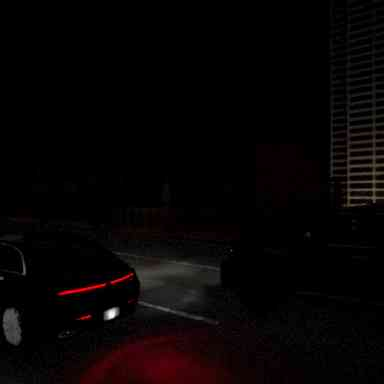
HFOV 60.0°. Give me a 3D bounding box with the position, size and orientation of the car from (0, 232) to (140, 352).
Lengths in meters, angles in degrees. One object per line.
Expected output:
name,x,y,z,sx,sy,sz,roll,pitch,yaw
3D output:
car,-3.132,1.516,6.228,4.892,1.490,1.837,0,0,35

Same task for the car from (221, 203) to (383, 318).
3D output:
car,3.248,1.222,5.974,5.566,2.045,2.150,0,0,36
